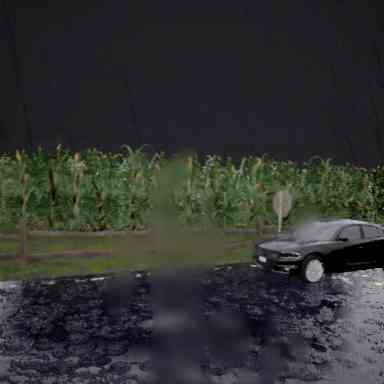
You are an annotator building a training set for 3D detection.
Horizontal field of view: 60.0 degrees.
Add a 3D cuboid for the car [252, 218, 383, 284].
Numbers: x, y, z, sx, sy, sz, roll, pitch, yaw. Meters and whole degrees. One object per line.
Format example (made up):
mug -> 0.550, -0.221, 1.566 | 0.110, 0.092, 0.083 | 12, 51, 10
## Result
car -> 4.116, 1.537, 9.738 | 5.008, 1.535, 1.882 | 1, 0, -25
